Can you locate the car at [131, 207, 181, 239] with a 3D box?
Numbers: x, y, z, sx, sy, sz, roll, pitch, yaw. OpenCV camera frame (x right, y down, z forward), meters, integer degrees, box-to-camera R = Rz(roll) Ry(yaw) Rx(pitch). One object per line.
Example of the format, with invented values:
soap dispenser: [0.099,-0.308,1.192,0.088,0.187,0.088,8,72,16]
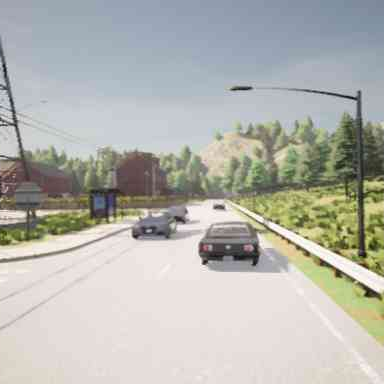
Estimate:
car: [-2.022,1.801,18.835,1.994,1.385,4.181,-1,-1,5]

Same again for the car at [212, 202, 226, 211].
car: [3.957,2.072,48.726,1.895,1.301,4.718,-1,-1,4]

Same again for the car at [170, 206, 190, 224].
car: [-1.259,1.876,28.327,2.033,1.411,5.357,-1,-1,5]

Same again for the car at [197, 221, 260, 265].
car: [1.417,1.712,12.091,1.895,1.301,4.718,-1,-1,9]
